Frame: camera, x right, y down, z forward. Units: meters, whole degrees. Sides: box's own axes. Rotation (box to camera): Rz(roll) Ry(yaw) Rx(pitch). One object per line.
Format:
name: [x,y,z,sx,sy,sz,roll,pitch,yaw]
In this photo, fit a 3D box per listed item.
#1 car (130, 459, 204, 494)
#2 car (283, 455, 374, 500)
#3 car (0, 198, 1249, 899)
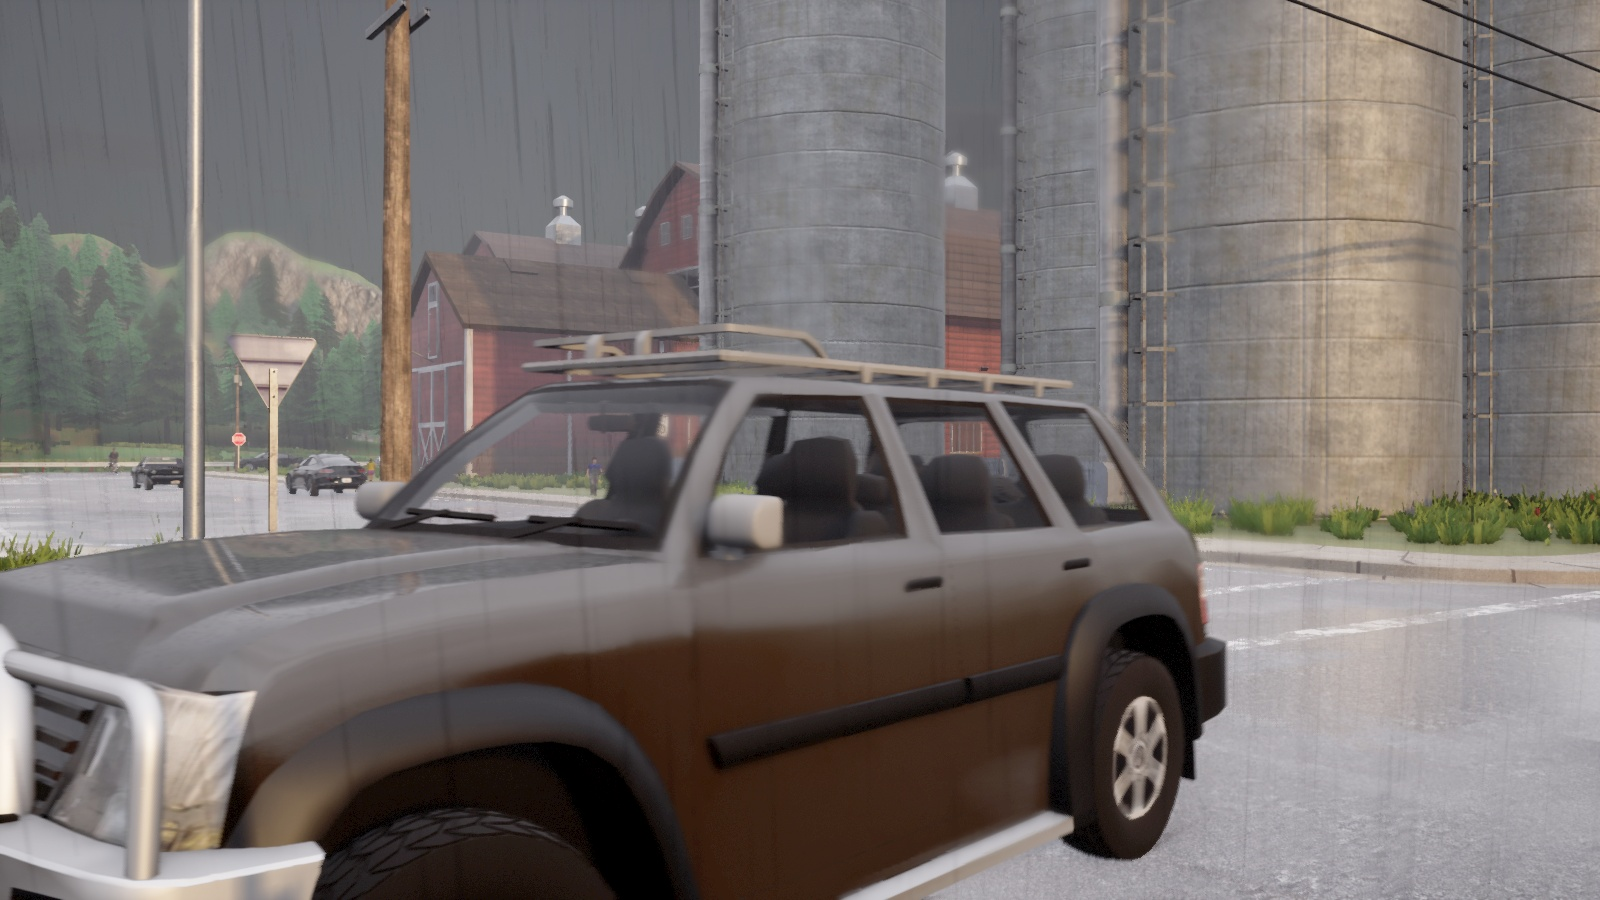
car: [-25.090,1.020,49.676,1.895,1.301,4.718,0,0,-36]
car: [-16.406,0.912,43.567,1.812,1.442,4.674,0,0,-36]
car: [-0.382,0.572,4.103,1.932,1.855,4.605,0,0,41]
